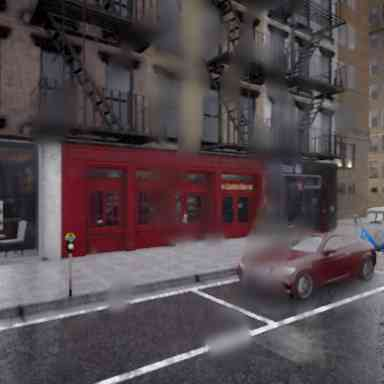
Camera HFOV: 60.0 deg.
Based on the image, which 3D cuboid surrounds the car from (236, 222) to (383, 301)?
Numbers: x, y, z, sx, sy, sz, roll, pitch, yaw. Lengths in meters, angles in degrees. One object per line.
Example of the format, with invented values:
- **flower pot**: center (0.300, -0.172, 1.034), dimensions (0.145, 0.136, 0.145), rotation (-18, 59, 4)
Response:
- **car**: center (3.012, 1.600, 8.327), dimensions (4.206, 1.307, 1.802), rotation (0, 0, -35)

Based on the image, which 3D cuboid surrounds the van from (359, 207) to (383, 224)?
- **van**: center (7.421, 1.373, 11.456), dimensions (3.998, 1.788, 1.690), rotation (0, 0, -35)
